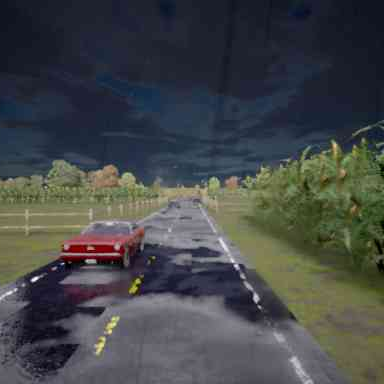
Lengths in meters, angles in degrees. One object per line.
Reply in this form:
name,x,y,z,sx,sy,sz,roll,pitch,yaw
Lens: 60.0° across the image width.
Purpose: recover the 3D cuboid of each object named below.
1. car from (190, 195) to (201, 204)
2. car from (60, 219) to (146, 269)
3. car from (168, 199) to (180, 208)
car,1.012,1.823,73.682,1.837,1.490,4.892,0,0,0
car,-2.834,1.657,11.556,1.895,1.301,4.718,0,0,0
car,-2.780,1.783,52.546,2.033,1.411,5.357,0,0,1
